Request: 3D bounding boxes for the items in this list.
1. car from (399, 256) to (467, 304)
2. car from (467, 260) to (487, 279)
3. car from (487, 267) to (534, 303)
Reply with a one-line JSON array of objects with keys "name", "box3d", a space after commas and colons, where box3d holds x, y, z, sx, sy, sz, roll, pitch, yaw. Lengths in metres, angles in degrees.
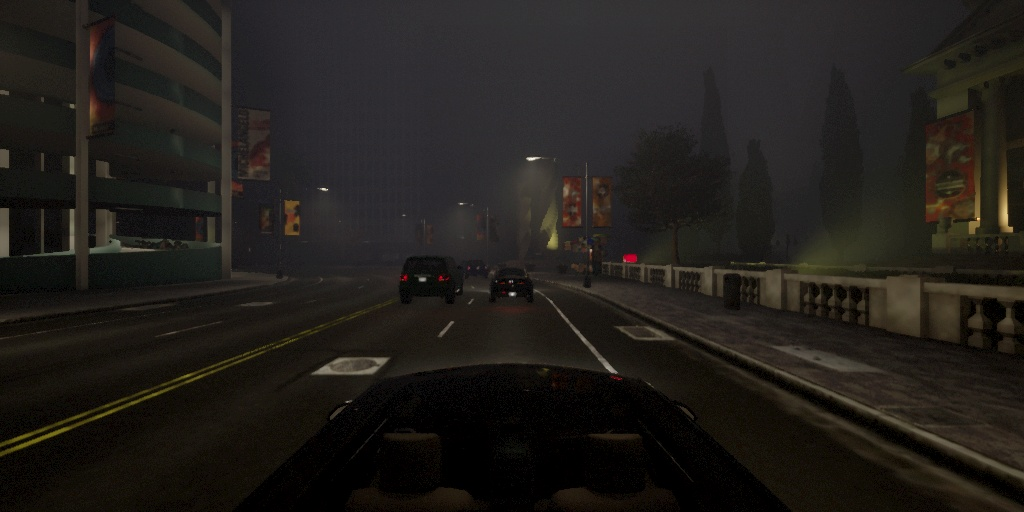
[{"name": "car", "box3d": [-3.566, 1.005, 16.591, 2.150, 2.045, 5.566, 0, 0, -2]}, {"name": "car", "box3d": [-3.828, 1.113, 33.124, 2.097, 1.767, 4.553, 0, 0, -24]}, {"name": "car", "box3d": [-0.067, 1.264, 16.683, 1.837, 1.490, 4.892, 0, 0, -2]}]
